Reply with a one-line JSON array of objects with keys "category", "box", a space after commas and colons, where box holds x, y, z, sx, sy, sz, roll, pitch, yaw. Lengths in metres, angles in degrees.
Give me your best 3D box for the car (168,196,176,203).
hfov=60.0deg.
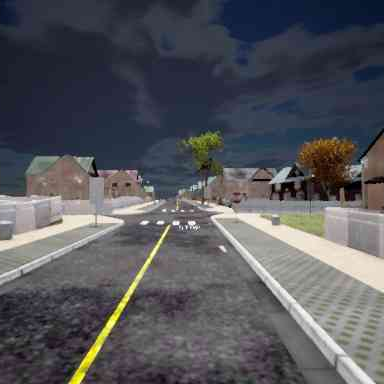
[{"category": "car", "box": [-5.386, 1.953, 89.671, 2.097, 1.767, 4.553, 0, -1, -3]}]
